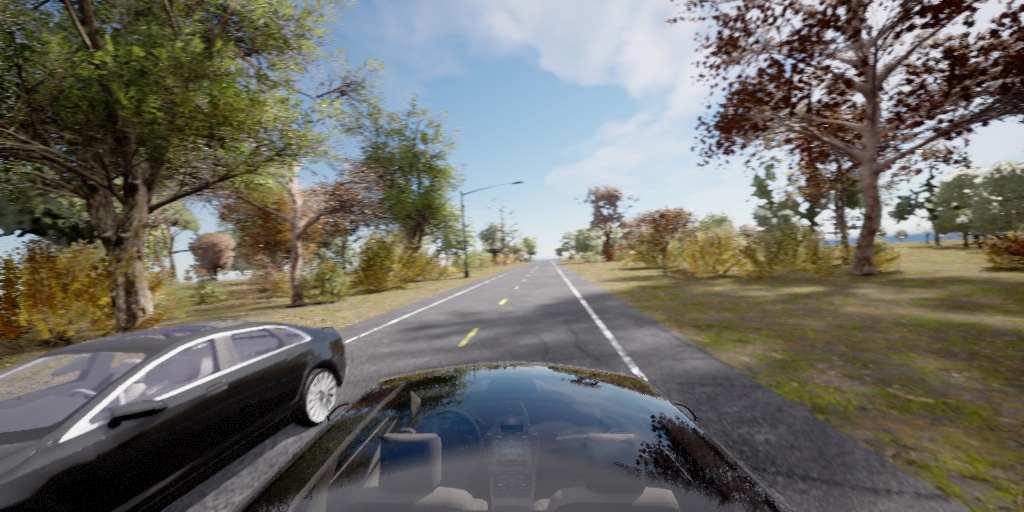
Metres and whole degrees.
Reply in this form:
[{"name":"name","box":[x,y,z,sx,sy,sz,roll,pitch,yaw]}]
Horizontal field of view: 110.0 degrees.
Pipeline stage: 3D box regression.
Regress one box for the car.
[{"name":"car","box":[-3.532,1.500,3.393,2.128,1.511,4.902,-4,0,5]}]
